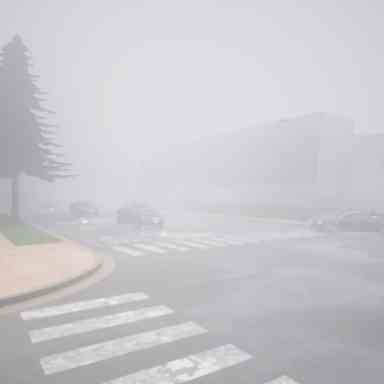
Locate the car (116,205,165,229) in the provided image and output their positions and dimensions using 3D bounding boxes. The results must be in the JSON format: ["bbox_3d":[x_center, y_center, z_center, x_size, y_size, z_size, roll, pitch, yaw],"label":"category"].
[{"bbox_3d":[-3.642,1.635,22.967,2.128,1.511,4.902,1,0,-35],"label":"car"}]

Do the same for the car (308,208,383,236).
[{"bbox_3d":[9.236,1.680,18.987,4.902,1.511,2.128,0,1,6],"label":"car"}]

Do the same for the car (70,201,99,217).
[{"bbox_3d":[-10.911,1.661,33.527,2.128,1.511,4.902,1,0,-35],"label":"car"}]

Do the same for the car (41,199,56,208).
[{"bbox_3d":[-22.095,1.790,50.974,1.994,1.385,4.181,0,0,-26],"label":"car"}]
